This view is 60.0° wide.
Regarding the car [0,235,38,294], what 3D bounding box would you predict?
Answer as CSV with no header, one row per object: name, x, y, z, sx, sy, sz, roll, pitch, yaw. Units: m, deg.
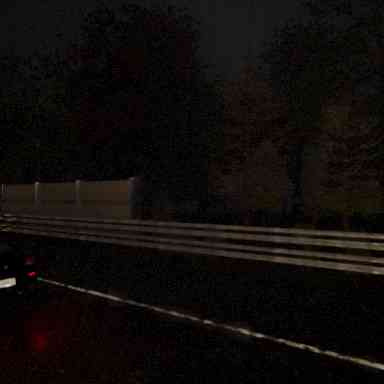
car,-5.436,1.614,7.756,4.674,1.442,1.812,-1,0,35
